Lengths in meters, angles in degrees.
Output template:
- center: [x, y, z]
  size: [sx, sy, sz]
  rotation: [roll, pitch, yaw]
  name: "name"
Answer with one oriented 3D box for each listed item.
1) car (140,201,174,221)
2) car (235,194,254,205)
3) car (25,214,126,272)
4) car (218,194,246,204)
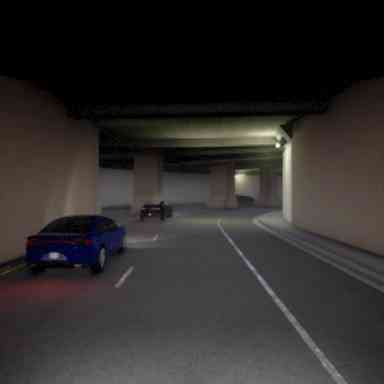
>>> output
- center: [-2.719, 1.428, 26.748]
  size: [2.128, 1.511, 4.902]
  rotation: [0, 0, 8]
  name: "car"
- center: [8.081, 1.374, 55.153]
  size: [4.892, 1.490, 1.837]
  rotation: [0, 0, -32]
  name: "car"
- center: [-3.442, 1.452, 10.806]
  size: [1.882, 1.535, 5.008]
  rotation: [0, 0, 0]
  name: "car"
- center: [6.985, 1.213, 58.563]
  size: [4.553, 1.767, 2.097]
  rotation: [0, 0, -31]
  name: "car"
